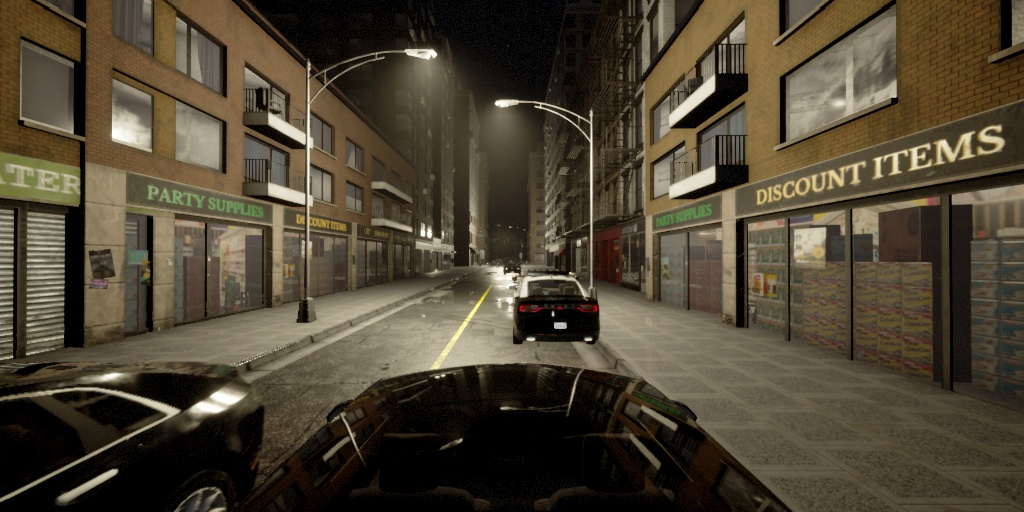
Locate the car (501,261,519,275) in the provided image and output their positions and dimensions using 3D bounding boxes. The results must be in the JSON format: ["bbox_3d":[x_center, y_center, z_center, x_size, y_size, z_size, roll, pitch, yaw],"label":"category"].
[{"bbox_3d":[0.047,1.373,39.269,1.895,1.301,4.718,0,0,0],"label":"car"}]

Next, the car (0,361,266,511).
[{"bbox_3d":[-2.748,1.255,0.673,1.837,1.490,4.892,0,0,0],"label":"car"}]

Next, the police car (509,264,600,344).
[{"bbox_3d":[0.957,1.178,9.687,1.930,1.638,5.238,0,0,0],"label":"police car"}]
